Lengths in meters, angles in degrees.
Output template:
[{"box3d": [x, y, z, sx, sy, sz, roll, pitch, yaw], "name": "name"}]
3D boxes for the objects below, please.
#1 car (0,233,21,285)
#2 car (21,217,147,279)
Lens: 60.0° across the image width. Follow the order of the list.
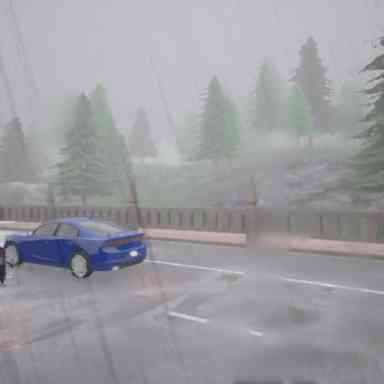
[{"box3d": [-6.453, 1.536, 7.756, 5.008, 1.535, 1.882, 0, 0, 30], "name": "car"}, {"box3d": [-3.690, 1.519, 10.198, 5.008, 1.535, 1.882, 0, 0, 31], "name": "car"}]
